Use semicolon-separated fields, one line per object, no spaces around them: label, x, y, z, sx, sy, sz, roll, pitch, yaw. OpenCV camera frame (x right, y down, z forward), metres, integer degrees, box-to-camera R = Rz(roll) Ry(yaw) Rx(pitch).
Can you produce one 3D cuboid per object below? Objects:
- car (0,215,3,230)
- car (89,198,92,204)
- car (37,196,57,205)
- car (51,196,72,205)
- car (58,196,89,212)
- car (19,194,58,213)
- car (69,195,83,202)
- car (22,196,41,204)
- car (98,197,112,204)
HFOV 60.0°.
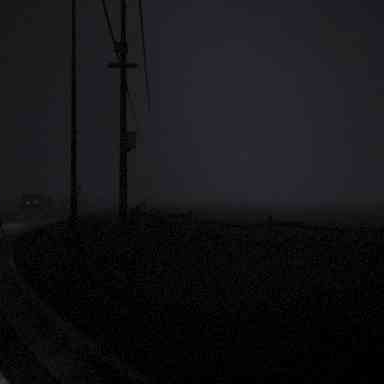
car;-11.575;1.485;17.133;2.128;1.511;4.902;0;0;-6
car;-19.552;1.510;60.708;1.812;1.442;4.674;0;0;-6
car;-26.652;1.460;61.331;1.882;1.535;5.008;0;0;-6
car;-22.961;1.532;58.656;2.033;1.411;5.357;0;0;-6
car;-13.794;1.467;38.816;1.882;1.535;5.008;0;0;-6
car;-17.106;1.209;36.805;2.150;2.045;5.566;0;0;-6
car;-24.021;1.367;69.021;1.994;1.385;4.181;0;0;-6
car;-30.331;1.508;62.900;1.812;1.442;4.674;0;0;-6
car;-16.152;1.549;61.858;1.994;1.385;4.181;0;0;-6
